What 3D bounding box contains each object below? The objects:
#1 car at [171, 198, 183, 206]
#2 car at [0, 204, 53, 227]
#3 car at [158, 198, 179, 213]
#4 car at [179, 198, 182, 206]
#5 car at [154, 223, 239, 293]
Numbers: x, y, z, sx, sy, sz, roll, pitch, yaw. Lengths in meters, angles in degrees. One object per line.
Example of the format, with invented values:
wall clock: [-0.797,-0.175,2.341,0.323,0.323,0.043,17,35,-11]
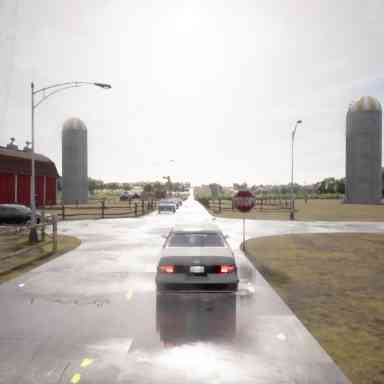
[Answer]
car: [-2.795,1.859,63.060,2.128,1.511,4.902,0,-1,0]
car: [-11.474,1.571,21.570,4.892,1.490,1.837,0,1,0]
car: [-2.845,1.635,38.778,1.882,1.535,5.008,0,0,0]
car: [-2.835,1.718,49.219,2.128,1.511,4.902,0,0,0]
car: [0.102,1.554,8.977,2.033,1.411,5.357,0,0,0]
